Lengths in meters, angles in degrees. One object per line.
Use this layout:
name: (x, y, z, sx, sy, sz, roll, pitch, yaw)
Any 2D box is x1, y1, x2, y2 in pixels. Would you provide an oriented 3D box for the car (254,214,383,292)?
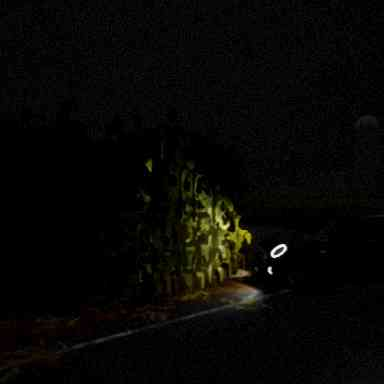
car: (3.879, 1.345, 8.351, 4.553, 1.767, 2.097, 0, 0, 2)
